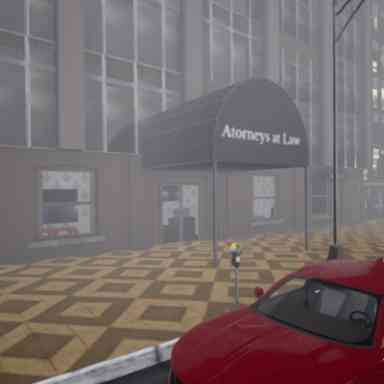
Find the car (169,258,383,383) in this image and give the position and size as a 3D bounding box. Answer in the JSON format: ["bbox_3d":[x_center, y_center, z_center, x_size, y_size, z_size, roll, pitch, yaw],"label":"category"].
[{"bbox_3d":[1.822,1.542,3.842,4.507,1.381,1.887,0,0,-36],"label":"car"}]
